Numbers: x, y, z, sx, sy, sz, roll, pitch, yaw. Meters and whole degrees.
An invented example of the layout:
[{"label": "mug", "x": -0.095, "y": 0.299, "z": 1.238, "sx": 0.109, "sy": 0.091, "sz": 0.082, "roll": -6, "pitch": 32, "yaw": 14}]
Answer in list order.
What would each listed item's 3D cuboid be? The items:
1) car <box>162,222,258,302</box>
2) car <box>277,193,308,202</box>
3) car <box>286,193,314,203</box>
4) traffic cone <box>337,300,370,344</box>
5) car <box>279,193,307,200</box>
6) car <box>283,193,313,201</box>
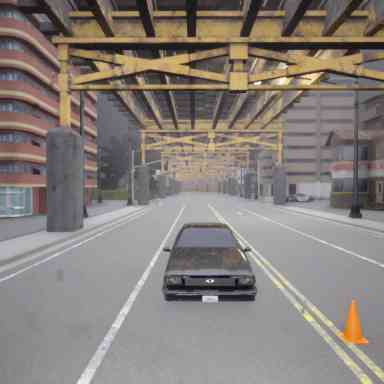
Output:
[{"label": "car", "x": 0.361, "y": 1.534, "z": 8.677, "sx": 2.033, "sy": 1.411, "sz": 5.357, "roll": 0, "pitch": 0, "yaw": 1}, {"label": "car", "x": 17.810, "y": 0.960, "z": 58.948, "sx": 4.974, "sy": 1.542, "sz": 2.038, "roll": 0, "pitch": 1, "yaw": 25}, {"label": "car", "x": 17.462, "y": 1.007, "z": 54.792, "sx": 4.974, "sy": 1.542, "sz": 2.038, "roll": 0, "pitch": 1, "yaw": -20}, {"label": "traffic cone", "x": 2.453, "y": 1.949, "z": 5.070, "sx": 0.340, "sy": 0.580, "sz": 0.340, "roll": 0, "pitch": 0, "yaw": 0}, {"label": "car", "x": 17.857, "y": 0.803, "z": 58.925, "sx": 4.536, "sy": 1.218, "sz": 1.853, "roll": 0, "pitch": 1, "yaw": 25}, {"label": "car", "x": 17.511, "y": 0.849, "z": 54.808, "sx": 4.536, "sy": 1.218, "sz": 1.853, "roll": 0, "pitch": 1, "yaw": -20}]
